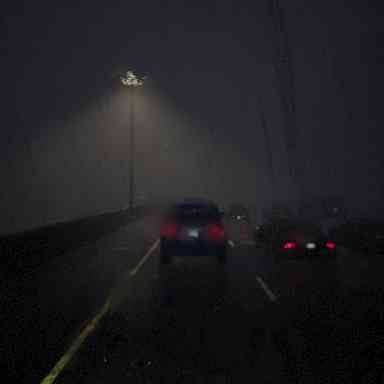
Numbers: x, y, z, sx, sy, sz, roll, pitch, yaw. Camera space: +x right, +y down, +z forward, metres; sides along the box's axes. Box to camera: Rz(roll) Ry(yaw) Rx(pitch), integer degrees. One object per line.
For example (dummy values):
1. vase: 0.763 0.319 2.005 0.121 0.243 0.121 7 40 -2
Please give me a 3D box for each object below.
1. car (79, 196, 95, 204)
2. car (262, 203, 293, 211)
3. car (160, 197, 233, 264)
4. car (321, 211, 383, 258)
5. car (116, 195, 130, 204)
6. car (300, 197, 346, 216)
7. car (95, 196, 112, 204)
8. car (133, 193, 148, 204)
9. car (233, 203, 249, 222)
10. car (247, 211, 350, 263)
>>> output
1. car: -20.523 1.552 65.386 2.033 1.411 5.357 0 1 0
2. car: 7.215 1.694 28.375 2.128 1.511 4.902 0 0 1
3. car: 0.079 1.355 12.546 2.150 2.045 5.566 0 0 1
4. car: 7.099 1.702 13.416 1.994 1.385 4.181 0 0 1
5. car: -13.534 1.362 65.405 2.097 1.767 4.553 0 1 1
6. car: 10.695 1.424 27.442 2.150 2.045 5.566 0 0 1
7. car: -17.029 1.512 65.378 1.837 1.490 4.892 0 1 1
8. car: -10.033 1.231 65.298 2.150 2.045 5.566 0 1 1
9. car: 3.715 1.709 28.403 1.837 1.490 4.892 0 0 1
10. car: 3.577 1.677 12.435 2.033 1.411 5.357 0 -1 1
